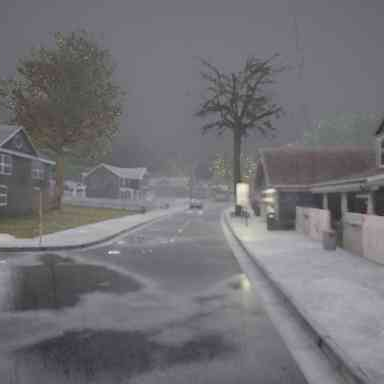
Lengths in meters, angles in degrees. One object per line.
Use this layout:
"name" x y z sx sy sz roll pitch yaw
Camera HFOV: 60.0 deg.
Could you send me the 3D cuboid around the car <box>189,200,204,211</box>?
"car" 0.735 2.013 52.705 1.882 1.535 5.008 0 -1 8
